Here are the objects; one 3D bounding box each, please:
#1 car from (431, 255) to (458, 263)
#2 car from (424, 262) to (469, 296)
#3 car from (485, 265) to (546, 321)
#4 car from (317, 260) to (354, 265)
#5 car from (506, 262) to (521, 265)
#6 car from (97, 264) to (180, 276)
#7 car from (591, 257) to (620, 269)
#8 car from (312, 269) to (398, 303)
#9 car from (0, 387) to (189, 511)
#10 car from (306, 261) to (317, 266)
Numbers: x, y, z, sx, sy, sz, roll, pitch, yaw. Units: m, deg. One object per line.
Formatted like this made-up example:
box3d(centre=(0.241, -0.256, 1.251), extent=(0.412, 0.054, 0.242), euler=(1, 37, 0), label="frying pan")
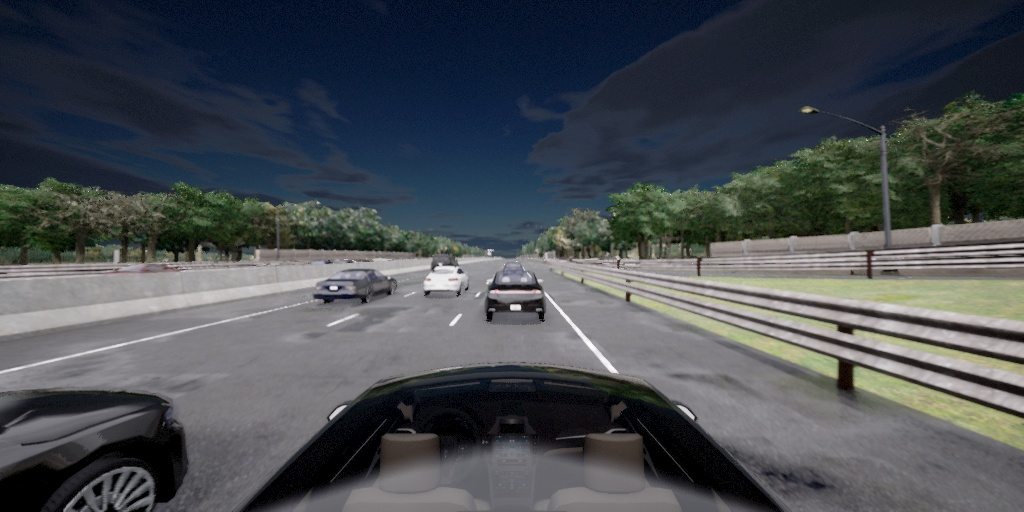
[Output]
box3d(centre=(-6.889, 0.922, 37.169), extent=(2.150, 2.045, 5.566), euler=(0, 0, 0), label="car")
box3d(centre=(-3.394, 1.254, 19.043), extent=(1.812, 1.442, 4.674), euler=(0, 0, 0), label="car")
box3d(centre=(0.104, 1.229, 12.481), extent=(2.128, 1.511, 4.902), euler=(0, 0, 0), label="car")
box3d(centre=(-17.564, 1.207, 36.915), extent=(1.837, 1.490, 4.892), euler=(0, 0, 0), label="car")
box3d(centre=(0.110, 1.255, 31.937), extent=(2.033, 1.411, 5.357), euler=(0, 0, 0), label="car")
box3d(centre=(-24.590, 1.247, 23.827), extent=(1.812, 1.442, 4.674), euler=(0, 0, 0), label="car")
box3d(centre=(12.382, 0.925, 47.853), extent=(2.097, 1.767, 4.553), euler=(0, 0, -19), label="car")
box3d(centre=(-6.895, 1.280, 16.387), extent=(2.033, 1.411, 5.357), euler=(0, 0, 0), label="car")
box3d(centre=(-3.400, 1.242, 0.728), extent=(2.128, 1.511, 4.902), euler=(0, 0, 0), label="car")
box3d(centre=(-21.050, 1.225, 39.331), extent=(1.812, 1.442, 4.674), euler=(0, 0, 0), label="car")
